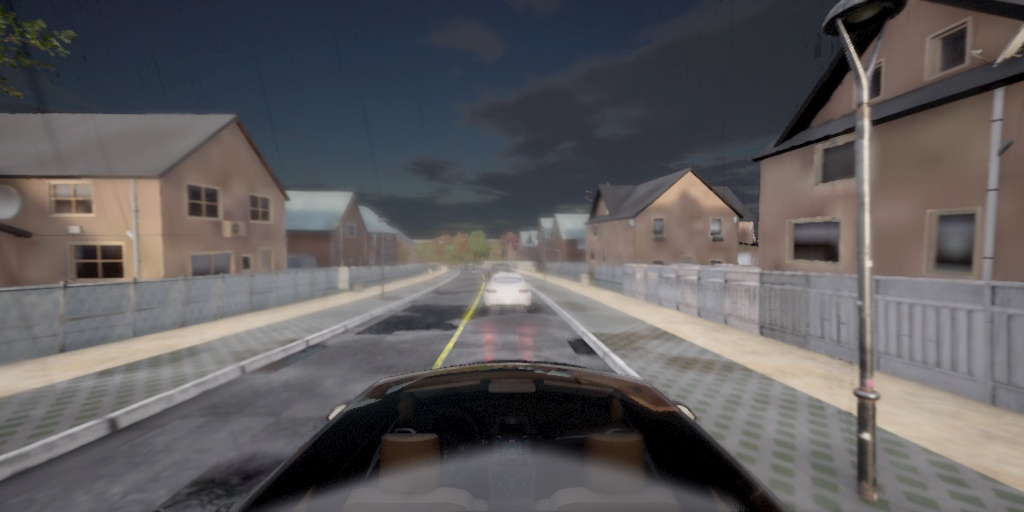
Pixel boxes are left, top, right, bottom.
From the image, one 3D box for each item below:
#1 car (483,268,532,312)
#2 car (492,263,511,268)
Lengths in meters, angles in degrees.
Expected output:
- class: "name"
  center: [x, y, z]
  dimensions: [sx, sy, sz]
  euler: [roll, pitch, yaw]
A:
- class: "car"
  center: [-0.200, 1.404, 14.904]
  dimensions: [1.812, 1.442, 4.674]
  euler: [0, 0, -1]
- class: "car"
  center: [-0.920, 1.385, 29.424]
  dimensions: [2.097, 1.767, 4.553]
  euler: [0, -1, -3]
